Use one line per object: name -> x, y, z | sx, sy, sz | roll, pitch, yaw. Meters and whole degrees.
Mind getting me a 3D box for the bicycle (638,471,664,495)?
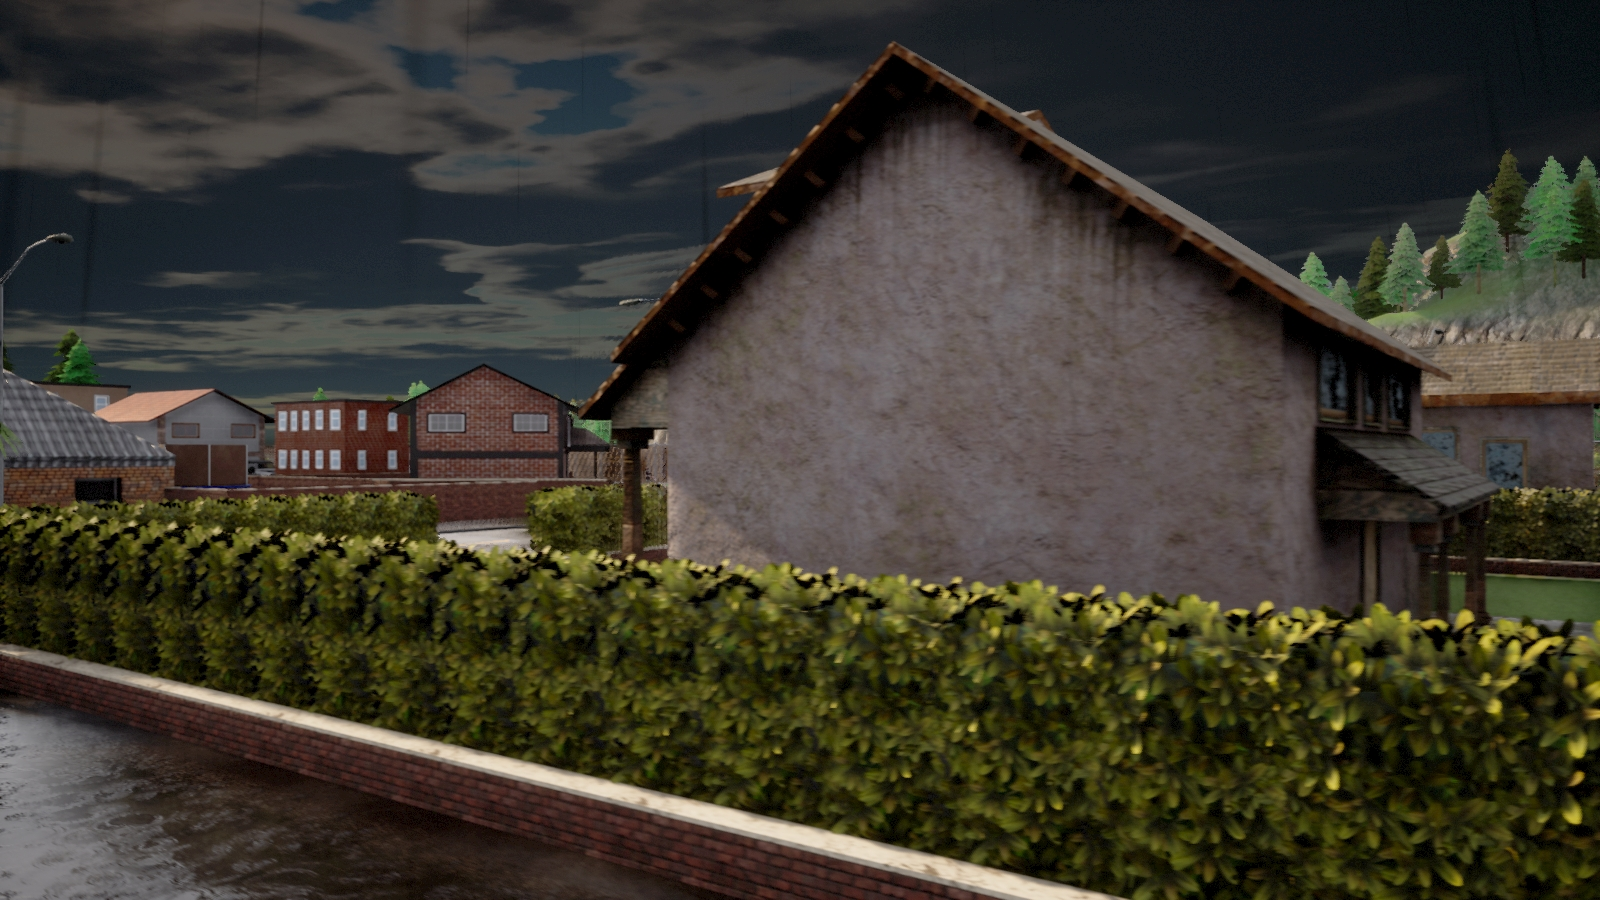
bicycle -> -9.323, 2.066, 71.420 | 1.835, 1.471, 0.329 | 0, 0, 35
